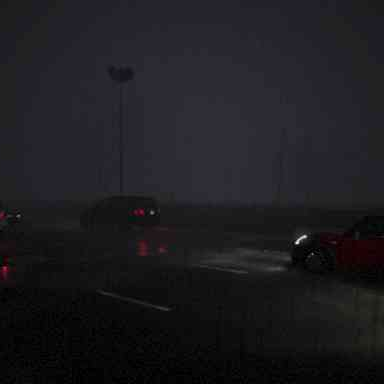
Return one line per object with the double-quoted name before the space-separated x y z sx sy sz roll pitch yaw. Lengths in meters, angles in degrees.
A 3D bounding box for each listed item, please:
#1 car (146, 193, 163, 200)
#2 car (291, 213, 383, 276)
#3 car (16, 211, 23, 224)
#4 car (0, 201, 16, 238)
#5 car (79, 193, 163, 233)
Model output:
"car" -10.193 1.259 90.524 4.605 1.855 1.932 0 0 35
"car" 5.071 1.353 8.975 4.553 1.767 2.097 0 0 36
"car" -13.387 1.565 22.135 5.357 1.411 2.033 0 0 35
"car" -11.251 1.236 16.315 5.566 2.045 2.150 0 0 35
"car" -4.397 1.235 20.024 5.566 2.045 2.150 0 0 35
